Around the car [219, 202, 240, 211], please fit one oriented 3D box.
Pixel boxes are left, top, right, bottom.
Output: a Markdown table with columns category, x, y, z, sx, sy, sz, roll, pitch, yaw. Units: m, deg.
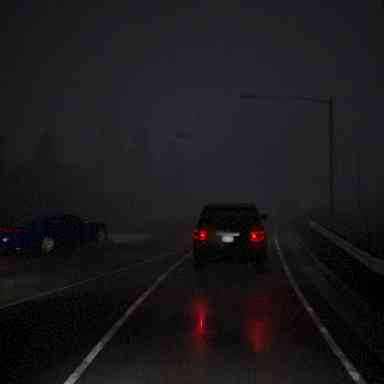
| category | x | y | z | sx | sy | sz | roll | pitch | yaw |
| --- | --- | --- | --- | --- | --- | --- | --- | --- | --- |
| car | 6.310 | 2.336 | 55.573 | 1.895 | 1.301 | 4.718 | 0 | -1 | 26 |

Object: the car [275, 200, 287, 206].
| category | x | y | z | sx | sy | sz | roll | pitch | yaw |
| --- | --- | --- | --- | --- | --- | --- | --- | --- | --- |
| car | 20.859 | 2.553 | 77.826 | 1.837 | 1.490 | 4.892 | 0 | -1 | 26 |

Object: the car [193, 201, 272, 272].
| category | x | y | z | sx | sy | sz | roll | pitch | yaw |
| --- | --- | --- | --- | --- | --- | --- | --- | --- | --- |
| car | 1.420 | 1.378 | 11.574 | 2.150 | 2.045 | 5.566 | 0 | 0 | 10 |

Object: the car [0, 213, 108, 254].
| category | x | y | z | sx | sy | sz | roll | pitch | yaw |
| --- | --- | --- | --- | --- | --- | --- | --- | --- | --- |
| car | -5.791 | 1.656 | 14.514 | 1.882 | 1.535 | 5.008 | 0 | -1 | 26 |

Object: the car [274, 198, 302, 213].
| category | x | y | z | sx | sy | sz | roll | pitch | yaw |
| --- | --- | --- | --- | --- | --- | --- | --- | --- | --- |
| car | 13.328 | 1.847 | 45.979 | 2.150 | 2.045 | 5.566 | 0 | -1 | 26 |

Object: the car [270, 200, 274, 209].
| category | x | y | z | sx | sy | sz | roll | pitch | yaw |
| --- | --- | --- | --- | --- | --- | --- | --- | --- | --- |
| car | 15.413 | 2.354 | 58.315 | 1.994 | 1.385 | 4.181 | 0 | -1 | 26 |

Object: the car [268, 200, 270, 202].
| category | x | y | z | sx | sy | sz | roll | pitch | yaw |
| --- | --- | --- | --- | --- | --- | --- | --- | --- | --- |
| car | 19.887 | 2.655 | 83.851 | 1.812 | 1.442 | 4.674 | 0 | -1 | 26 |

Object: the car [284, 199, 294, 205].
| category | x | y | z | sx | sy | sz | roll | pitch | yaw |
| --- | --- | --- | --- | --- | --- | --- | --- | --- | --- |
| car | 25.399 | 2.580 | 87.205 | 1.812 | 1.442 | 4.674 | 0 | -1 | 26 |

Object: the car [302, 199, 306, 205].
| category | x | y | z | sx | sy | sz | roll | pitch | yaw |
| --- | --- | --- | --- | --- | --- | --- | --- | --- | --- |
| car | 27.991 | 2.511 | 84.526 | 2.097 | 1.767 | 4.553 | 0 | -1 | 26 |

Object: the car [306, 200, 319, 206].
| category | x | y | z | sx | sy | sz | roll | pitch | yaw |
| --- | --- | --- | --- | --- | --- | --- | --- | --- | --- |
| car | 28.280 | 2.585 | 77.091 | 1.812 | 1.442 | 4.674 | 0 | -1 | 26 |
